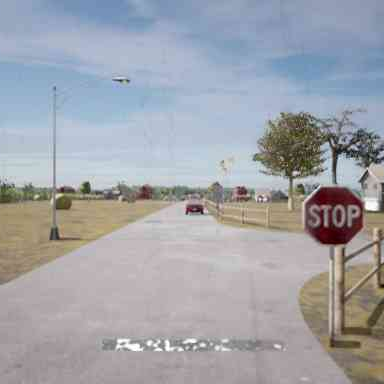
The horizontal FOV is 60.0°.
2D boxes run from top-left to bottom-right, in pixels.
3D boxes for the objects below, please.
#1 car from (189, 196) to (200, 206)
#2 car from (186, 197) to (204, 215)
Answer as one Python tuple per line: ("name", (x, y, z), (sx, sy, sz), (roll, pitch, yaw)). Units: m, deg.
("car", (0.416, 1.760, 67.055), (2.150, 2.045, 5.566), (0, -1, 0))
("car", (0.290, 1.676, 37.110), (1.882, 1.535, 5.008), (0, -1, 0))
